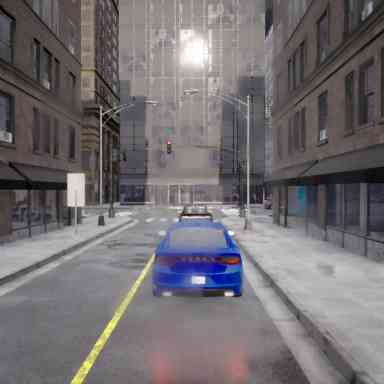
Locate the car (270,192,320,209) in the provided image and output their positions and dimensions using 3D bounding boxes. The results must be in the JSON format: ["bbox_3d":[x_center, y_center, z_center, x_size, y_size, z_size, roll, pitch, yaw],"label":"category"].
[{"bbox_3d":[12.780,1.057,41.670,5.566,2.045,2.150,0,0,0],"label":"car"}]

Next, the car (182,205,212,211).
[{"bbox_3d":[0.181,1.480,19.057,2.128,1.511,4.902,0,0,-1],"label":"car"}]

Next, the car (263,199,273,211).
[{"bbox_3d":[10.555,1.222,38.423,4.553,1.767,2.097,0,0,0],"label":"car"}]

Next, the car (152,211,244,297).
[{"bbox_3d":[0.125,1.473,8.611,1.882,1.535,5.008,0,0,0],"label":"car"}]
